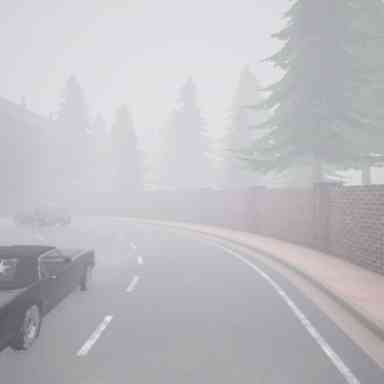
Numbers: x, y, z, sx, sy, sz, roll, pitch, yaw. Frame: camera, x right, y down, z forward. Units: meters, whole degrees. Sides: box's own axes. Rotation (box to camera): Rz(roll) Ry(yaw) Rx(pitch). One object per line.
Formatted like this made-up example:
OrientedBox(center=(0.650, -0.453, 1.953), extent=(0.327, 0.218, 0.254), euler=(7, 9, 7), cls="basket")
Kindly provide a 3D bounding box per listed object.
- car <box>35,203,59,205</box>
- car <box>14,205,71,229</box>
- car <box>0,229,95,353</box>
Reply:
OrientedBox(center=(-12.490, 1.699, 27.870), extent=(4.892, 1.490, 1.837), euler=(-1, -1, 28), cls="car")
OrientedBox(center=(-10.226, 1.759, 22.472), extent=(4.718, 1.301, 1.895), euler=(0, 0, 41), cls="car")
OrientedBox(center=(-3.269, 1.646, 6.182), extent=(1.895, 1.301, 4.718), euler=(0, 0, -1), cls="car")
